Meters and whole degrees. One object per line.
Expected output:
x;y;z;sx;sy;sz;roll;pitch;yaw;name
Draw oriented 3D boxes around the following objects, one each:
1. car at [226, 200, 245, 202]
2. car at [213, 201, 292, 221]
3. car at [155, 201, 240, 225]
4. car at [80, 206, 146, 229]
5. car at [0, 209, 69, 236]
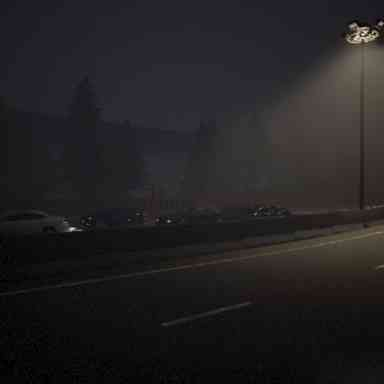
3.433;1.373;27.968;5.357;1.411;2.033;-3;2;-35;car
3.882;1.485;19.596;4.892;1.490;1.837;-1;1;-36;car
0.330;1.563;21.420;5.357;1.411;2.033;-1;1;-35;car
-5.121;1.622;21.838;4.181;1.385;1.994;0;0;-36;car
-8.150;1.550;15.378;4.674;1.442;1.812;1;0;-35;car
